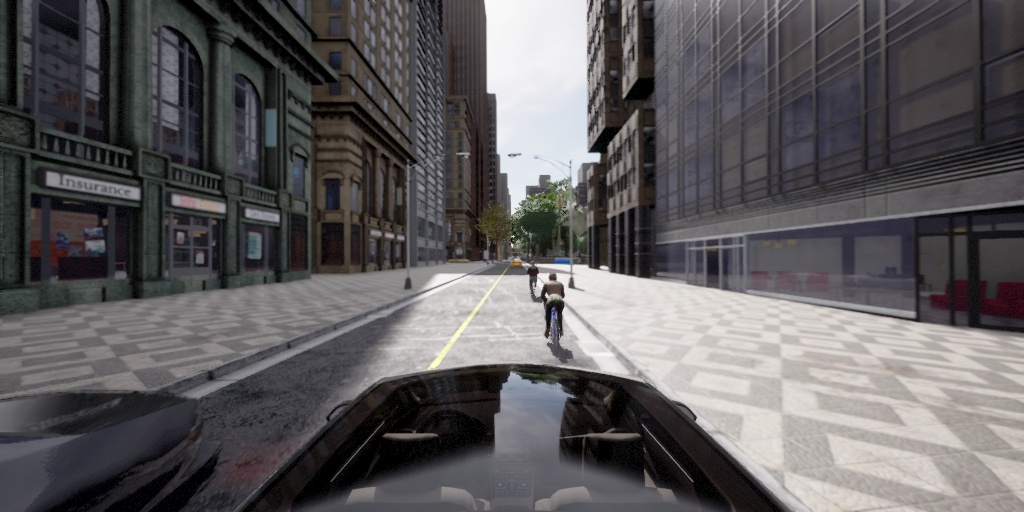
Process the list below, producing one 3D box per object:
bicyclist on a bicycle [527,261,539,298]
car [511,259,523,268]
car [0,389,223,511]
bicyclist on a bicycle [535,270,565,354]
[{"bbox_3d":[1.027,1.123,17.473,0.659,1.776,1.843,0,0,1],"label":"bicyclist on a bicycle"},{"bbox_3d":[0.849,1.289,63.584,1.882,1.535,5.008,0,0,0],"label":"car"},{"bbox_3d":[-3.102,1.311,0.247,2.033,1.411,5.357,0,0,1],"label":"car"},{"bbox_3d":[0.913,1.201,7.861,0.582,1.620,1.656,0,0,1],"label":"bicyclist on a bicycle"}]
